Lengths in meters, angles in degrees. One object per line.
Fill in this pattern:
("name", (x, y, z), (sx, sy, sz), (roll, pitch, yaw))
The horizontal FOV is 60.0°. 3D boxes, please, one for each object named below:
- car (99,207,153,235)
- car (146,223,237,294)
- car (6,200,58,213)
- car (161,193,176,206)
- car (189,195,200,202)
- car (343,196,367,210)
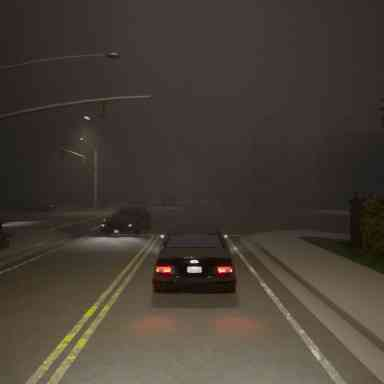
("car", (-3.544, 1.558, 19.014), (2.033, 1.411, 5.357), (0, 0, 4))
("car", (0.053, 1.547, 8.934), (2.033, 1.411, 5.357), (0, 0, 0))
("car", (-18.431, 1.681, 38.454), (5.357, 1.411, 2.033), (-1, 0, -1))
("car", (-3.719, 1.221, 53.968), (2.150, 2.045, 5.566), (0, 0, 0))
("car", (0.556, 1.524, 78.948), (1.812, 1.442, 4.674), (0, 0, 12))
("car", (20.129, 1.306, 38.857), (4.553, 1.767, 2.097), (0, 0, -1))
